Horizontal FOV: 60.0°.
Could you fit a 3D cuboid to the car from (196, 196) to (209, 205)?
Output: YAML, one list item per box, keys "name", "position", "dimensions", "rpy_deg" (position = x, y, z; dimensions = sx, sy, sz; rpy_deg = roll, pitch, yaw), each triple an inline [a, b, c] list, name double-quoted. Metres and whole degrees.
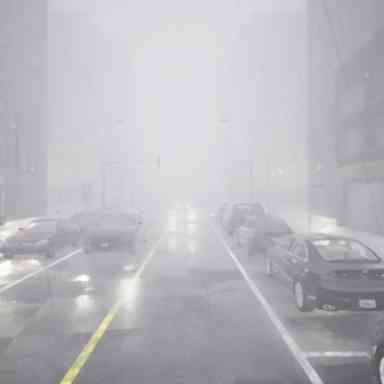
- name: "car"
  position: [2.448, 1.910, 68.050]
  dimensions: [1.967, 1.590, 4.097]
  rpy_deg: [0, 0, -1]

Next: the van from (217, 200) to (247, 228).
- name: "van"
  position: [2.813, 1.492, 24.163]
  dimensions: [1.690, 1.788, 3.998]
  rpy_deg: [0, 0, 0]

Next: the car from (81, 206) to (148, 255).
- name: "car"
  position: [-3.027, 1.583, 14.051]
  dimensions: [1.882, 1.535, 5.008]
  rpy_deg: [0, 0, 0]

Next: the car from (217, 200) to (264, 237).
- name: "car"
  position: [2.823, 1.429, 18.639]
  dimensions: [2.192, 1.841, 5.009]
  rpy_deg: [0, 0, 0]

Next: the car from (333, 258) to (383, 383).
- name: "car"
  position: [2.853, 1.555, 2.067]
  dimensions: [2.008, 1.369, 4.403]
  rpy_deg: [0, 0, 0]

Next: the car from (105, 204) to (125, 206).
- name: "car"
  position: [-5.713, 1.623, 24.141]
  dimensions: [1.967, 1.590, 4.097]
  rpy_deg: [0, 0, 0]

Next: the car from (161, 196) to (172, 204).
- name: "car"
  position: [-6.343, 2.028, 79.163]
  dimensions: [1.967, 1.590, 4.097]
  rpy_deg: [0, 0, -1]

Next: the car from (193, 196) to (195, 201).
- name: "car"
  position: [1.911, 2.233, 90.658]
  dimensions: [1.802, 1.307, 4.206]
  rpy_deg: [0, -1, -1]

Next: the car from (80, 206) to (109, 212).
- name: "car"
  position: [-5.703, 1.712, 18.615]
  dimensions: [1.947, 1.339, 4.313]
  rpy_deg: [0, 0, 0]

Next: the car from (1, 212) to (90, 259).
- name: "car"
  position: [-5.692, 1.691, 13.090]
  dimensions: [1.802, 1.307, 4.206]
  rpy_deg: [0, 0, 0]

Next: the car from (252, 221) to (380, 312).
- name: "car"
  position: [2.843, 1.592, 7.591]
  dimensions: [2.008, 1.369, 4.403]
  rpy_deg: [0, 0, 0]

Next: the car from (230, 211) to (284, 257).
- name: "car"
  position: [2.833, 1.643, 13.114]
  dimensions: [1.947, 1.339, 4.313]
  rpy_deg: [0, 0, 0]

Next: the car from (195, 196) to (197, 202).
- name: "car"
  position: [2.180, 2.140, 79.356]
  dimensions: [1.802, 1.307, 4.206]
  rpy_deg: [0, 0, -1]
